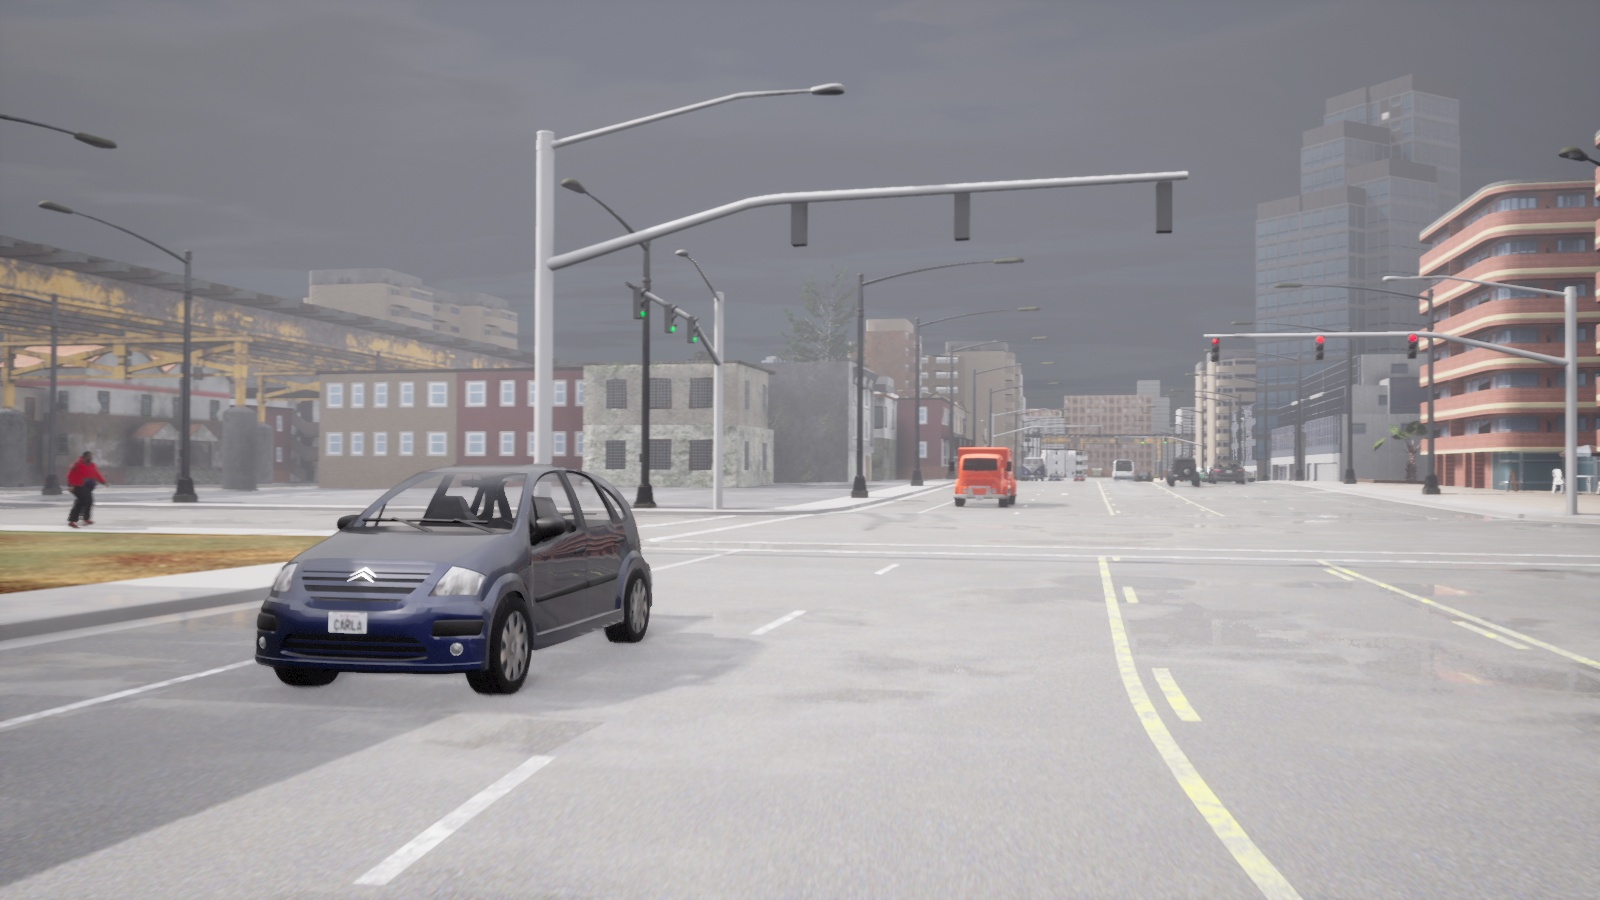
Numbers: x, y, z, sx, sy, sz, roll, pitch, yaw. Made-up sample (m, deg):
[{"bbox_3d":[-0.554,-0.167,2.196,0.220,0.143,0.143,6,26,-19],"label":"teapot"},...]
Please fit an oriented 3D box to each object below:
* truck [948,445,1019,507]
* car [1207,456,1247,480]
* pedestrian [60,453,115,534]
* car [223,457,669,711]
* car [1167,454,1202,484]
[{"bbox_3d":[7.844,1.059,53.258,2.627,2.467,5.204,0,0,12],"label":"truck"},{"bbox_3d":[30.503,1.262,89.774,2.242,1.667,4.611,0,0,13],"label":"car"},{"bbox_3d":[-16.473,1.003,29.030,0.899,1.844,0.634,0,-1,11],"label":"pedestrian"},{"bbox_3d":[-2.545,0.891,10.145,1.851,1.617,3.988,0,-1,11],"label":"car"},{"bbox_3d":[25.346,1.231,82.871,1.905,1.878,3.866,0,0,13],"label":"car"}]
